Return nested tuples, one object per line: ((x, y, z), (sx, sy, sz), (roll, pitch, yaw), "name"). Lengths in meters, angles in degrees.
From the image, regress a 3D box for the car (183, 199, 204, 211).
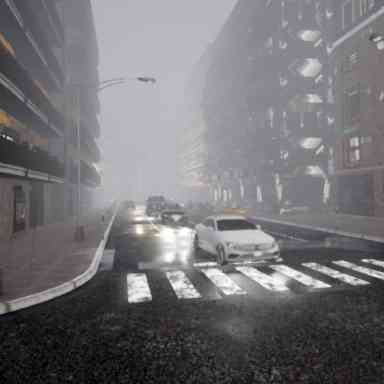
((0.129, 1.745, 45.211), (1.887, 1.381, 4.507), (-1, 0, -12), "car")

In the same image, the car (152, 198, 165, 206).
((-6.536, 1.880, 64.406), (2.128, 1.511, 4.902), (-1, 0, -12), "car")

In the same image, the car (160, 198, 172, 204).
((-5.671, 1.971, 72.922), (2.008, 1.369, 4.403), (-1, 0, -12), "car")

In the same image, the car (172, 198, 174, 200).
((-4.410, 1.800, 54.264), (2.128, 1.511, 4.902), (-1, 0, -12), "car")

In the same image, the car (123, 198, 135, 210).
((-9.237, 1.929, 49.055), (1.802, 1.307, 4.206), (-1, 0, -12), "car")

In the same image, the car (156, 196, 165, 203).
((-7.993, 1.951, 84.005), (1.967, 1.590, 4.097), (-1, 0, -12), "car")

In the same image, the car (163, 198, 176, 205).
((-4.511, 1.927, 67.380), (2.008, 1.369, 4.403), (-1, 0, -12), "car")

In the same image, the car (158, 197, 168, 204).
((-6.832, 2.009, 78.464), (1.887, 1.381, 4.507), (-1, 0, -12), "car")

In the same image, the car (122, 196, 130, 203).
((-18.522, 2.029, 93.391), (2.192, 1.841, 5.009), (-1, 0, -12), "car")

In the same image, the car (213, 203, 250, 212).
((3.574, 1.602, 28.754), (1.752, 1.417, 4.829), (-1, 0, -12), "car")

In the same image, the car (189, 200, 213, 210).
((1.289, 1.701, 39.670), (1.887, 1.381, 4.507), (-1, 0, -12), "car")

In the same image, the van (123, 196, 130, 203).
((-17.361, 2.002, 87.852), (1.690, 1.788, 3.998), (-1, 0, -12), "van")

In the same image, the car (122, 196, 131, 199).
((-13.881, 1.838, 71.226), (2.192, 1.841, 5.009), (-1, 0, -12), "car")

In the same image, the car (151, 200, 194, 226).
((-1.556, 1.622, 25.000), (2.128, 1.511, 4.902), (-1, 0, -12), "car")

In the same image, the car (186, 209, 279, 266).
((1.334, 1.571, 12.027), (1.812, 1.442, 4.674), (-1, 0, -15), "car")

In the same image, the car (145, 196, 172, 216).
((-3.878, 1.431, 36.132), (2.150, 2.045, 5.566), (-1, 0, -11), "car")
